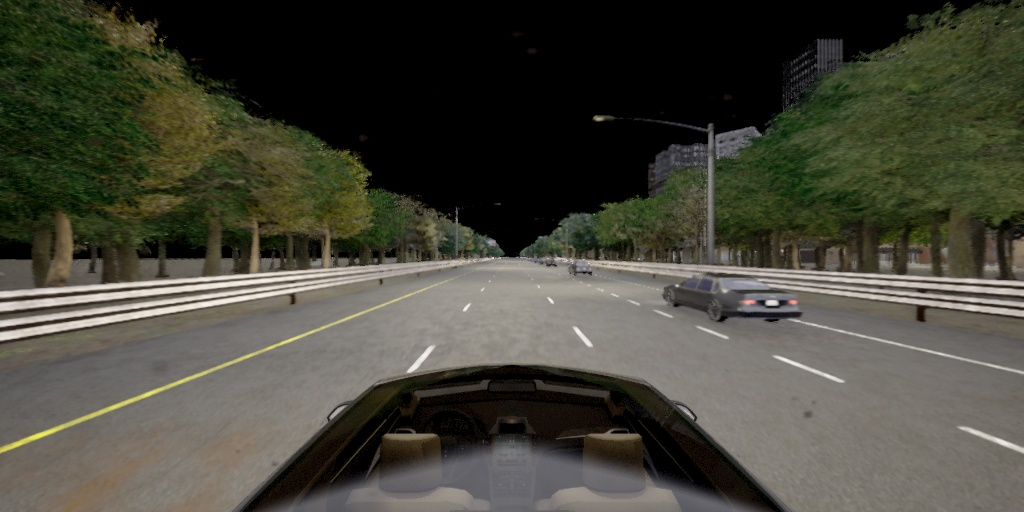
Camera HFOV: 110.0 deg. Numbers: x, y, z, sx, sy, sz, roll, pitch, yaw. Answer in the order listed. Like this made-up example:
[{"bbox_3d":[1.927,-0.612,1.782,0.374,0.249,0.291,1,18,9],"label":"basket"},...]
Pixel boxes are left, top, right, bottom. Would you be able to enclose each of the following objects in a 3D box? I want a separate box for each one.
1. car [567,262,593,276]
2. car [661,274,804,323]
[{"bbox_3d":[6.982,1.316,37.118,2.033,1.411,5.357,0,0,0],"label":"car"},{"bbox_3d":[6.994,1.302,12.161,2.033,1.411,5.357,0,0,0],"label":"car"}]
